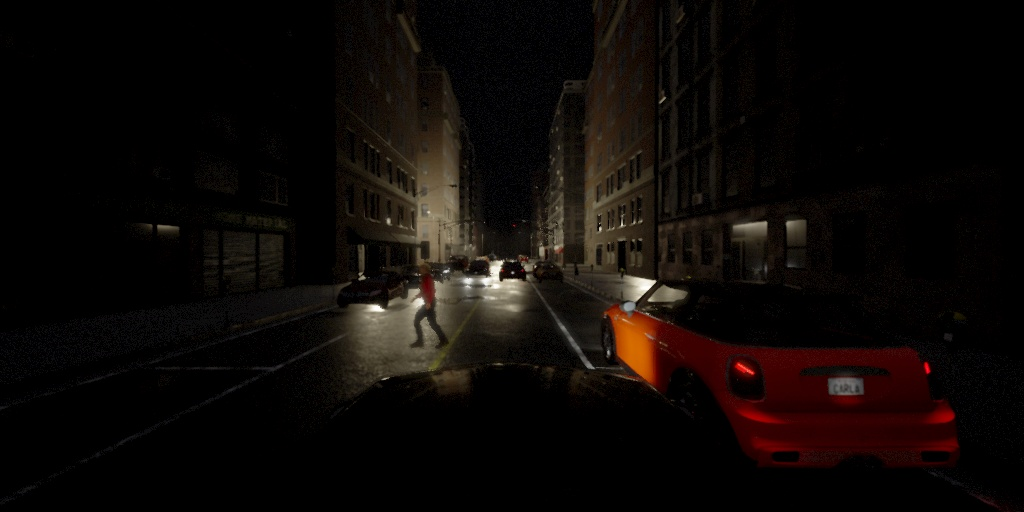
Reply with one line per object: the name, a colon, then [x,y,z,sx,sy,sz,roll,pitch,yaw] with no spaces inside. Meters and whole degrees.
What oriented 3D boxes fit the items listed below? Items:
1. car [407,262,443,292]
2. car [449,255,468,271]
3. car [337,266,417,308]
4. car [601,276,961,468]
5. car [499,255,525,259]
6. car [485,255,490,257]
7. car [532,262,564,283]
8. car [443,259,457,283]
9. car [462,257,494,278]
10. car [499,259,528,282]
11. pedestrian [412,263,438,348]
car: [-5.396,1.170,19.868,2.007,1.370,4.403,0,0,0]
car: [-5.404,0.810,36.106,2.192,1.841,5.009,0,0,0]
car: [-5.394,1.242,14.455,1.802,1.307,4.207,0,0,0]
car: [2.749,1.077,5.079,2.097,1.767,4.553,0,0,0]
car: [-0.016,0.981,36.815,2.128,1.511,4.902,0,0,0]
car: [-5.418,0.842,62.568,2.007,1.370,4.403,0,0,0]
car: [2.626,1.103,25.446,1.751,1.417,4.829,0,0,0]
car: [-5.399,1.129,25.281,2.007,1.370,4.403,0,0,0]
car: [-2.845,1.060,30.930,1.812,1.442,4.674,0,0,0]
car: [0.056,1.129,26.946,1.994,1.385,4.181,0,0,0]
pedestrian: [-1.806,1.003,7.484,0.375,1.860,0.375,0,0,-5]
